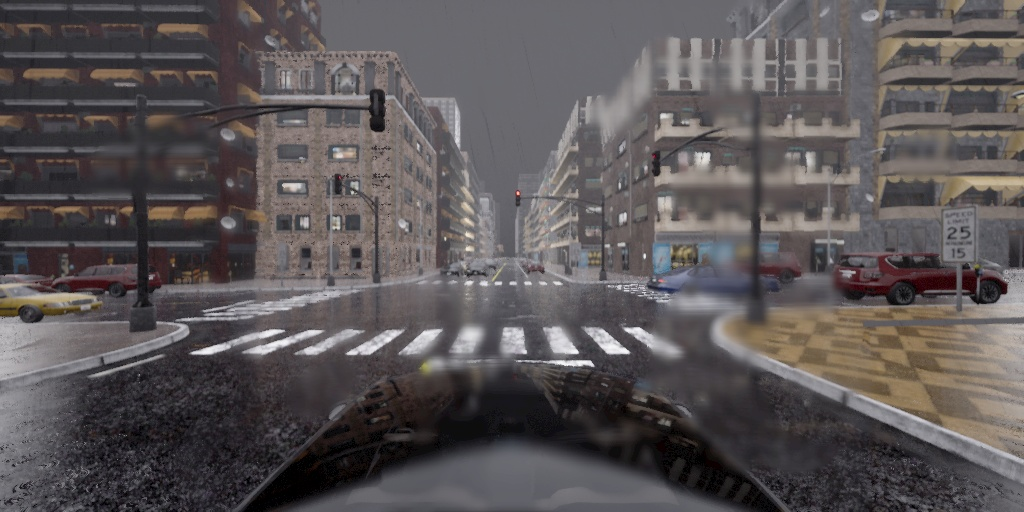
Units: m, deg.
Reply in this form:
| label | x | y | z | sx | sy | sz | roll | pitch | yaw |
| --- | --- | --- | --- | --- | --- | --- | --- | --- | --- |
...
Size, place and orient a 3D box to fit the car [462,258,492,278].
| label | x | y | z | sx | sy | sz | roll | pitch | yaw |
| --- | --- | --- | --- | --- | --- | --- | --- | --- | --- |
| car | -3.167 | 1.220 | 33.510 | 1.837 | 1.490 | 4.892 | 0 | 0 | 0 |

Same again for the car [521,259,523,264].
| label | x | y | z | sx | sy | sz | roll | pitch | yaw |
| --- | --- | --- | --- | --- | --- | --- | --- | --- | --- |
| car | 2.594 | 1.144 | 46.548 | 1.967 | 1.591 | 4.097 | 0 | 0 | 0 |

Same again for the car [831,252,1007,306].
| label | x | y | z | sx | sy | sz | roll | pitch | yaw |
| --- | --- | --- | --- | --- | --- | --- | --- | --- | --- |
| car | 14.686 | 0.760 | 13.164 | 5.009 | 1.841 | 2.192 | 0 | 0 | -1 |

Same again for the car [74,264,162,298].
| label | x | y | z | sx | sy | sz | roll | pitch | yaw |
| --- | --- | --- | --- | --- | --- | --- | --- | --- | --- |
| car | -23.640 | 1.438 | 21.096 | 5.009 | 1.841 | 2.192 | 0 | 0 | -1 |

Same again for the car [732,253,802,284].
| label | x | y | z | sx | sy | sz | roll | pitch | yaw |
| --- | --- | --- | --- | --- | --- | --- | --- | --- | --- |
| car | 14.533 | 0.734 | 21.543 | 5.009 | 1.841 | 2.192 | 0 | 0 | -1 |

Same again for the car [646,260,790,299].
| label | x | y | z | sx | sy | sz | roll | pitch | yaw |
| --- | --- | --- | --- | --- | --- | --- | --- | --- | --- |
| car | 8.928 | 1.089 | 16.114 | 5.357 | 1.411 | 2.033 | -1 | 0 | 0 |

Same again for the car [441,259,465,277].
| label | x | y | z | sx | sy | sz | roll | pitch | yaw |
| --- | --- | --- | --- | --- | --- | --- | --- | --- | --- |
| car | -5.762 | 1.280 | 35.164 | 1.948 | 1.339 | 4.313 | 0 | 0 | 0 |

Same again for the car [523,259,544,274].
| label | x | y | z | sx | sy | sz | roll | pitch | yaw |
| --- | --- | --- | --- | --- | --- | --- | --- | --- | --- |
| car | 2.606 | 1.149 | 40.866 | 1.967 | 1.591 | 4.097 | 0 | 0 | 0 |

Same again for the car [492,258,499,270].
| label | x | y | z | sx | sy | sz | roll | pitch | yaw |
| --- | --- | --- | --- | --- | --- | --- | --- | --- | --- |
| car | -3.192 | 1.179 | 50.232 | 1.882 | 1.535 | 5.008 | 0 | 0 | 0 |

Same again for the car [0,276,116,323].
| label | x | y | z | sx | sy | sz | roll | pitch | yaw |
| --- | --- | --- | --- | --- | --- | --- | --- | --- | --- |
| car | -17.654 | 1.572 | 12.812 | 4.829 | 1.417 | 1.751 | 0 | 0 | -1 |

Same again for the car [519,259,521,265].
| label | x | y | z | sx | sy | sz | roll | pitch | yaw |
| --- | --- | --- | --- | --- | --- | --- | --- | --- | --- |
| car | 2.570 | 1.278 | 57.913 | 1.802 | 1.307 | 4.207 | 0 | 0 | 0 |

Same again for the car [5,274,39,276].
| label | x | y | z | sx | sy | sz | roll | pitch | yaw |
| --- | --- | --- | --- | --- | --- | --- | --- | --- | --- |
| car | -29.303 | 1.771 | 21.034 | 4.507 | 1.381 | 1.888 | 0 | 0 | -1 |
